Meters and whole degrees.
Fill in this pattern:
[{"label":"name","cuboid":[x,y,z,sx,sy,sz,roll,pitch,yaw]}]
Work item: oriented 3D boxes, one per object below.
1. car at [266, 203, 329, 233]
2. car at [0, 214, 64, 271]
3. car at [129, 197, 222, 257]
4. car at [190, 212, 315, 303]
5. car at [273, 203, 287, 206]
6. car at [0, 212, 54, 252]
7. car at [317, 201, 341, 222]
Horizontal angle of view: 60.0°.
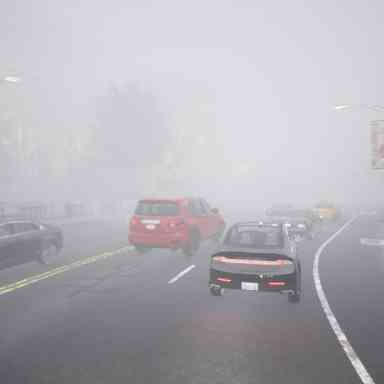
[{"label":"car","cuboid":[5.551,1.547,17.309,2.033,1.411,5.357,0,0,29]},{"label":"car","cuboid":[-5.577,1.492,9.022,2.128,1.511,4.902,0,0,16]},{"label":"car","cuboid":[-0.351,1.220,13.201,2.150,2.045,5.566,0,0,21]},{"label":"car","cuboid":[1.691,1.492,8.355,2.128,1.511,4.902,0,0,15]},{"label":"car","cuboid":[7.952,1.600,28.523,1.895,1.301,4.718,0,0,30]},{"label":"car","cuboid":[-7.968,1.601,13.184,1.895,1.301,4.718,0,0,20]},{"label":"car","cuboid":[10.572,1.456,26.265,1.801,1.575,5.366,0,0,30]}]
